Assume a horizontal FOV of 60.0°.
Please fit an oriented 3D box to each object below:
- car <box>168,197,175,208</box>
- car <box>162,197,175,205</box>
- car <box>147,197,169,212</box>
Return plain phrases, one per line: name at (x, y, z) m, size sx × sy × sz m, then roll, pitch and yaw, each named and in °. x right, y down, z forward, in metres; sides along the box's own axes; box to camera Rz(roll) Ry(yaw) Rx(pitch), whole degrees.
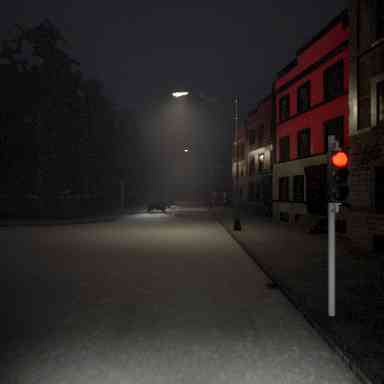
car at (-4.032, 1.491, 48.067) m, size 2.128 × 1.511 × 4.902 m, roll 0°, pitch 0°, yaw 0°
car at (-3.996, 1.601, 58.083) m, size 1.895 × 1.301 × 4.718 m, roll 0°, pitch 0°, yaw 0°
car at (-4.049, 1.601, 38.689) m, size 1.895 × 1.301 × 4.718 m, roll 0°, pitch 0°, yaw 0°
